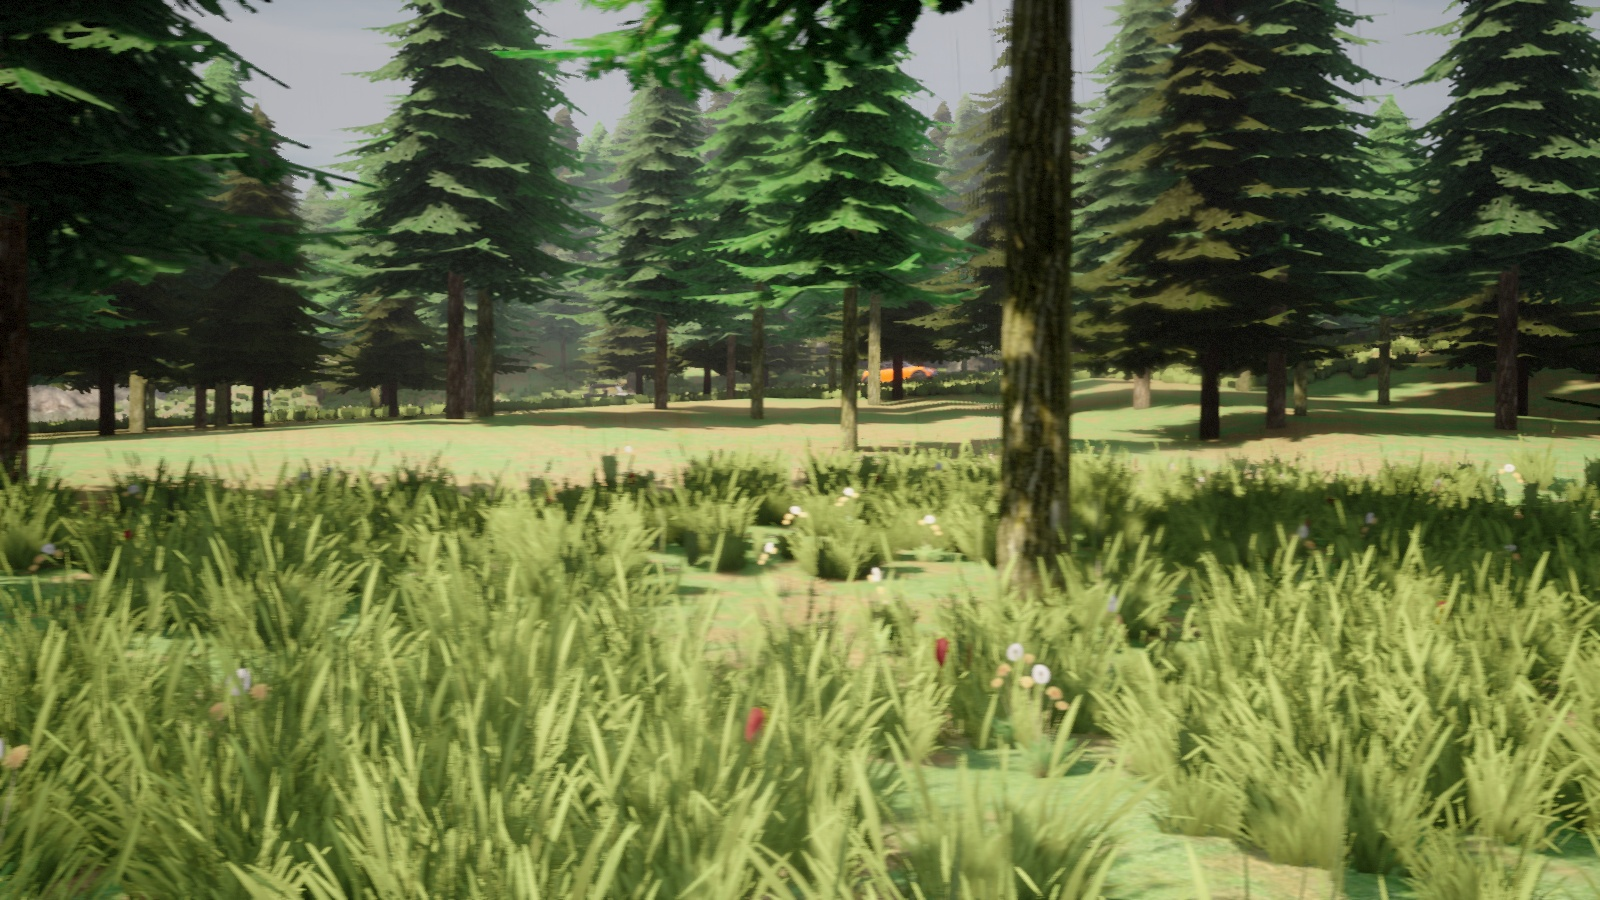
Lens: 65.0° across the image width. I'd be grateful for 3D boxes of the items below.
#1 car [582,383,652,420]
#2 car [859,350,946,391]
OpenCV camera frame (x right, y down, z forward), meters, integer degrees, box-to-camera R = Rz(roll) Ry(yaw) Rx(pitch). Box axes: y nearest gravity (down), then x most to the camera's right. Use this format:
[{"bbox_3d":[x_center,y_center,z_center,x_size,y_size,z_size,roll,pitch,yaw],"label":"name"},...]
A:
[{"bbox_3d":[-11.314,-2.978,77.871,3.866,1.878,1.905,-6,1,0],"label":"car"},{"bbox_3d":[6.041,-4.661,74.035,4.553,1.767,2.097,-6,-1,23],"label":"car"}]
